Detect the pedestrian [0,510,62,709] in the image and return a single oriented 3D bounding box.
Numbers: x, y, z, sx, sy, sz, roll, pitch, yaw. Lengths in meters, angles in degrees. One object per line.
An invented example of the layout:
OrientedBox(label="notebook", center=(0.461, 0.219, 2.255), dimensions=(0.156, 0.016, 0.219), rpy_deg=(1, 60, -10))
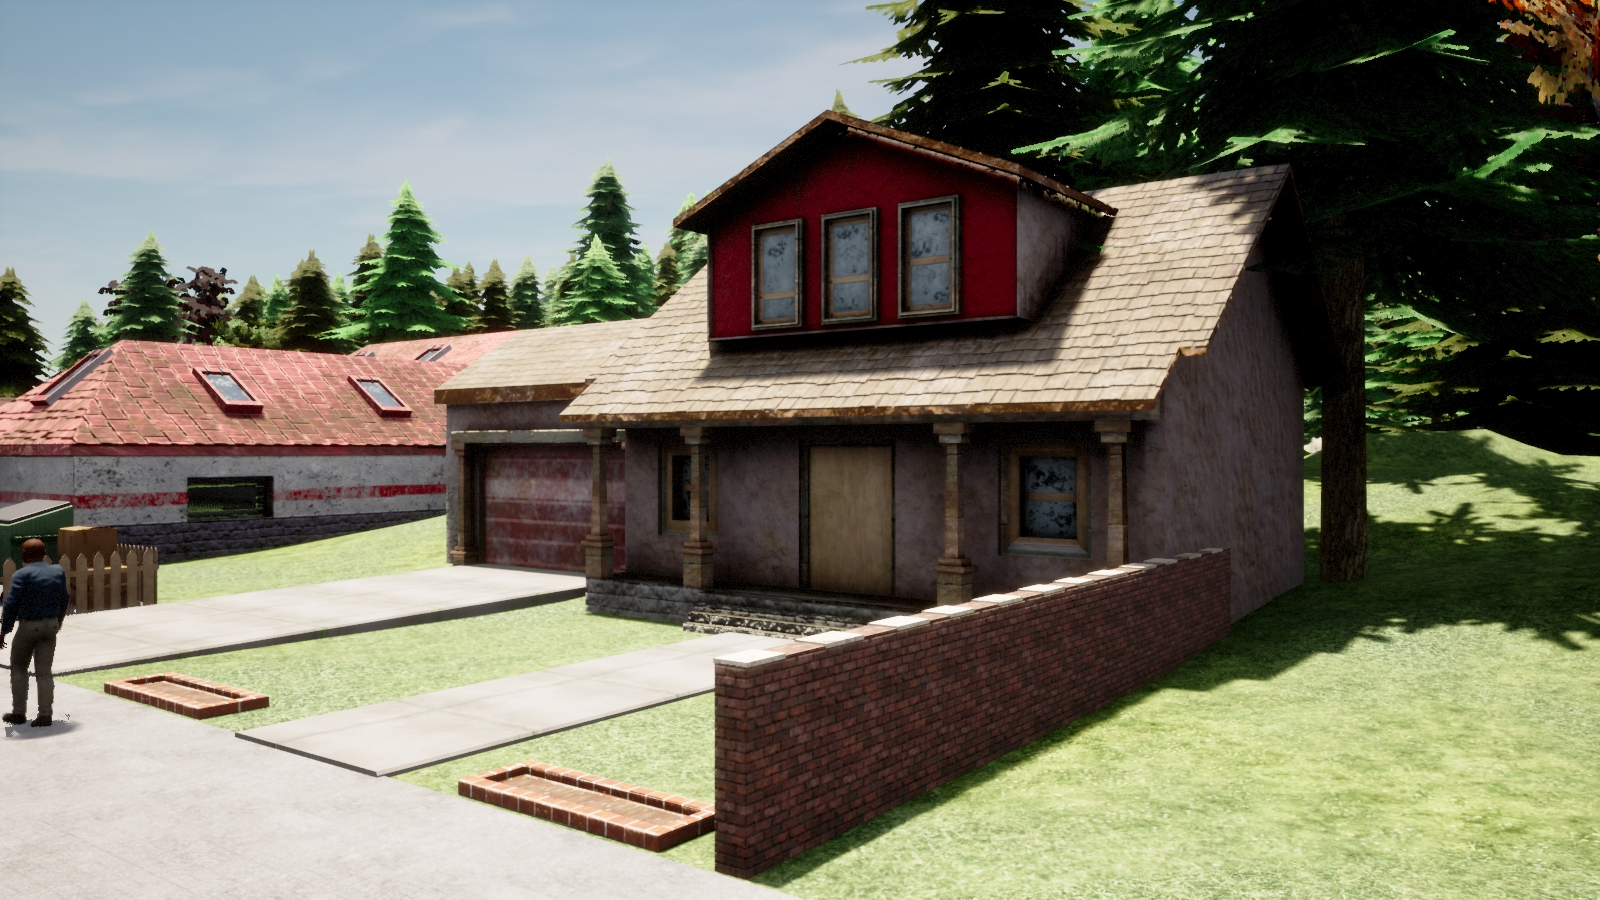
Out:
OrientedBox(label="pedestrian", center=(-7.452, 1.524, 11.068), dimensions=(0.375, 1.860, 0.375), rpy_deg=(0, 0, 31))
